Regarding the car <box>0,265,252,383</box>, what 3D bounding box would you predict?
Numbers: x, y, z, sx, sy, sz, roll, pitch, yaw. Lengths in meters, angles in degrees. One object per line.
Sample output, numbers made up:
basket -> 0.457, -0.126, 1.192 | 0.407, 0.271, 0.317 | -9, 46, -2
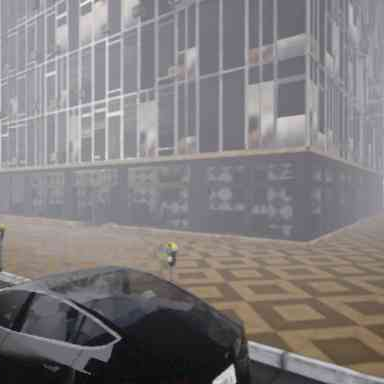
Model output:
car -> -1.429, 1.571, 3.890 | 4.313, 1.339, 1.947 | 0, 0, 36
